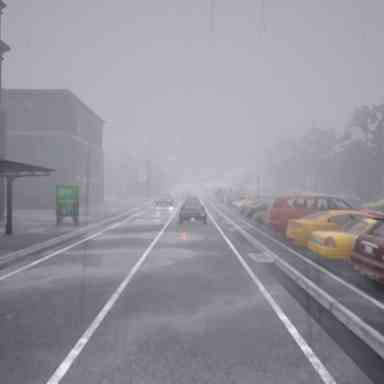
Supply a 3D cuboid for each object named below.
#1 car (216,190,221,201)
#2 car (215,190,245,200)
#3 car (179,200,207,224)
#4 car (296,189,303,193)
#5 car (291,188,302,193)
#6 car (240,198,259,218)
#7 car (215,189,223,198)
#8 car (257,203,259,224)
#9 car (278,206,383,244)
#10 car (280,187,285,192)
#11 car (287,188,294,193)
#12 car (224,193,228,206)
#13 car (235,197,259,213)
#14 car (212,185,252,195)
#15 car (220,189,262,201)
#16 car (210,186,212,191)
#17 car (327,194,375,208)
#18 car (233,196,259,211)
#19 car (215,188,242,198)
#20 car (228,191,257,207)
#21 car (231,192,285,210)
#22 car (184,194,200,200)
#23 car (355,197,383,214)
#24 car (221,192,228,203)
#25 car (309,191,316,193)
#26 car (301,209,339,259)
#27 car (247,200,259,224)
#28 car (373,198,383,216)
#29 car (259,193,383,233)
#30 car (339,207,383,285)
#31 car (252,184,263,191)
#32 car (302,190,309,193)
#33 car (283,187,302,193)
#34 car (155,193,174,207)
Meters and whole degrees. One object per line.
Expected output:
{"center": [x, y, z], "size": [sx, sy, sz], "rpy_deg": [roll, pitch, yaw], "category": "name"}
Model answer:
{"center": [6.482, 0.865, 49.483], "size": [4.792, 1.488, 2.163], "rpy_deg": [0, 2, 0], "category": "car"}
{"center": [6.546, 0.469, 57.836], "size": [5.008, 1.535, 2.097], "rpy_deg": [0, 3, 0], "category": "car"}
{"center": [0.054, 1.478, 23.895], "size": [1.895, 1.301, 4.718], "rpy_deg": [0, 1, 0], "category": "car"}
{"center": [19.790, 0.717, 52.251], "size": [5.366, 1.575, 1.946], "rpy_deg": [0, 3, 0], "category": "car"}
{"center": [19.803, 0.594, 55.044], "size": [5.366, 1.575, 1.946], "rpy_deg": [0, 3, 0], "category": "car"}
{"center": [6.383, 1.415, 24.398], "size": [5.008, 1.535, 2.097], "rpy_deg": [0, 1, 0], "category": "car"}
{"center": [6.518, 0.724, 52.259], "size": [4.892, 1.521, 2.231], "rpy_deg": [0, 2, 0], "category": "car"}
{"center": [6.358, 1.493, 18.826], "size": [4.674, 1.452, 2.002], "rpy_deg": [0, 0, 0], "category": "car"}
{"center": [6.328, 1.473, 13.259], "size": [5.008, 1.535, 2.097], "rpy_deg": [0, 0, 0], "category": "car"}
{"center": [19.662, 0.209, 63.525], "size": [4.674, 1.452, 2.002], "rpy_deg": [0, 3, 0], "category": "car"}
{"center": [19.660, 0.495, 57.835], "size": [4.792, 1.488, 2.163], "rpy_deg": [0, 3, 0], "category": "car"}
{"center": [6.485, 1.208, 38.331], "size": [4.792, 1.488, 2.163], "rpy_deg": [0, 1, 0], "category": "car"}
{"center": [6.396, 1.385, 27.187], "size": [5.008, 1.535, 2.097], "rpy_deg": [0, 1, 0], "category": "car"}
{"center": [6.566, 0.350, 55.034], "size": [5.566, 2.045, 2.435], "rpy_deg": [0, 3, 0], "category": "car"}
{"center": [6.452, 0.898, 43.899], "size": [4.553, 1.767, 2.185], "rpy_deg": [0, 2, 0], "category": "car"}
{"center": [6.563, 0.062, 66.176], "size": [4.792, 1.488, 2.163], "rpy_deg": [0, 3, 0], "category": "car"}
{"center": [19.544, 1.104, 41.104], "size": [4.892, 1.521, 2.231], "rpy_deg": [0, 2, 0], "category": "car"}
{"center": [6.418, 1.386, 29.977], "size": [4.674, 1.452, 2.002], "rpy_deg": [0, 1, 0], "category": "car"}
{"center": [6.596, 0.203, 60.605], "size": [4.553, 1.767, 2.185], "rpy_deg": [0, 3, 0], "category": "car"}
{"center": [6.474, 1.118, 35.540], "size": [4.553, 1.767, 2.185], "rpy_deg": [0, 1, 0], "category": "car"}
{"center": [6.460, 1.173, 32.761], "size": [4.553, 1.767, 2.185], "rpy_deg": [0, 1, 0], "category": "car"}
{"center": [-0.015, 1.037, 41.962], "size": [2.128, 1.511, 4.902], "rpy_deg": [0, 1, 0], "category": "car"}
{"center": [19.324, 1.291, 32.872], "size": [5.366, 1.575, 1.946], "rpy_deg": [0, 1, 0], "category": "car"}
{"center": [6.441, 1.135, 41.118], "size": [4.792, 1.488, 2.163], "rpy_deg": [0, 2, 0], "category": "car"}
{"center": [19.573, 0.926, 46.809], "size": [5.008, 1.535, 2.097], "rpy_deg": [0, 2, 0], "category": "car"}
{"center": [6.506, 1.480, 10.475], "size": [5.366, 1.575, 1.946], "rpy_deg": [0, 0, 0], "category": "car"}
{"center": [6.345, 1.468, 21.611], "size": [4.792, 1.488, 2.163], "rpy_deg": [0, 0, 0], "category": "car"}
{"center": [19.501, 1.342, 30.082], "size": [5.008, 1.535, 2.097], "rpy_deg": [0, 1, 0], "category": "car"}
{"center": [6.376, 1.211, 16.041], "size": [5.566, 2.045, 2.435], "rpy_deg": [0, 0, 0], "category": "car"}
{"center": [6.276, 1.367, 7.818], "size": [4.553, 1.767, 2.185], "rpy_deg": [0, 0, 0], "category": "car"}
{"center": [19.513, -0.834, 93.281], "size": [5.008, 1.535, 2.097], "rpy_deg": [0, 3, 0], "category": "car"}
{"center": [19.562, 0.856, 49.600], "size": [4.792, 1.488, 2.163], "rpy_deg": [0, 2, 0], "category": "car"}
{"center": [19.648, 0.357, 60.744], "size": [4.674, 1.452, 2.002], "rpy_deg": [0, 3, 0], "category": "car"}
{"center": [-3.423, 0.884, 42.414], "size": [2.097, 1.767, 4.553], "rpy_deg": [0, 2, 0], "category": "car"}
